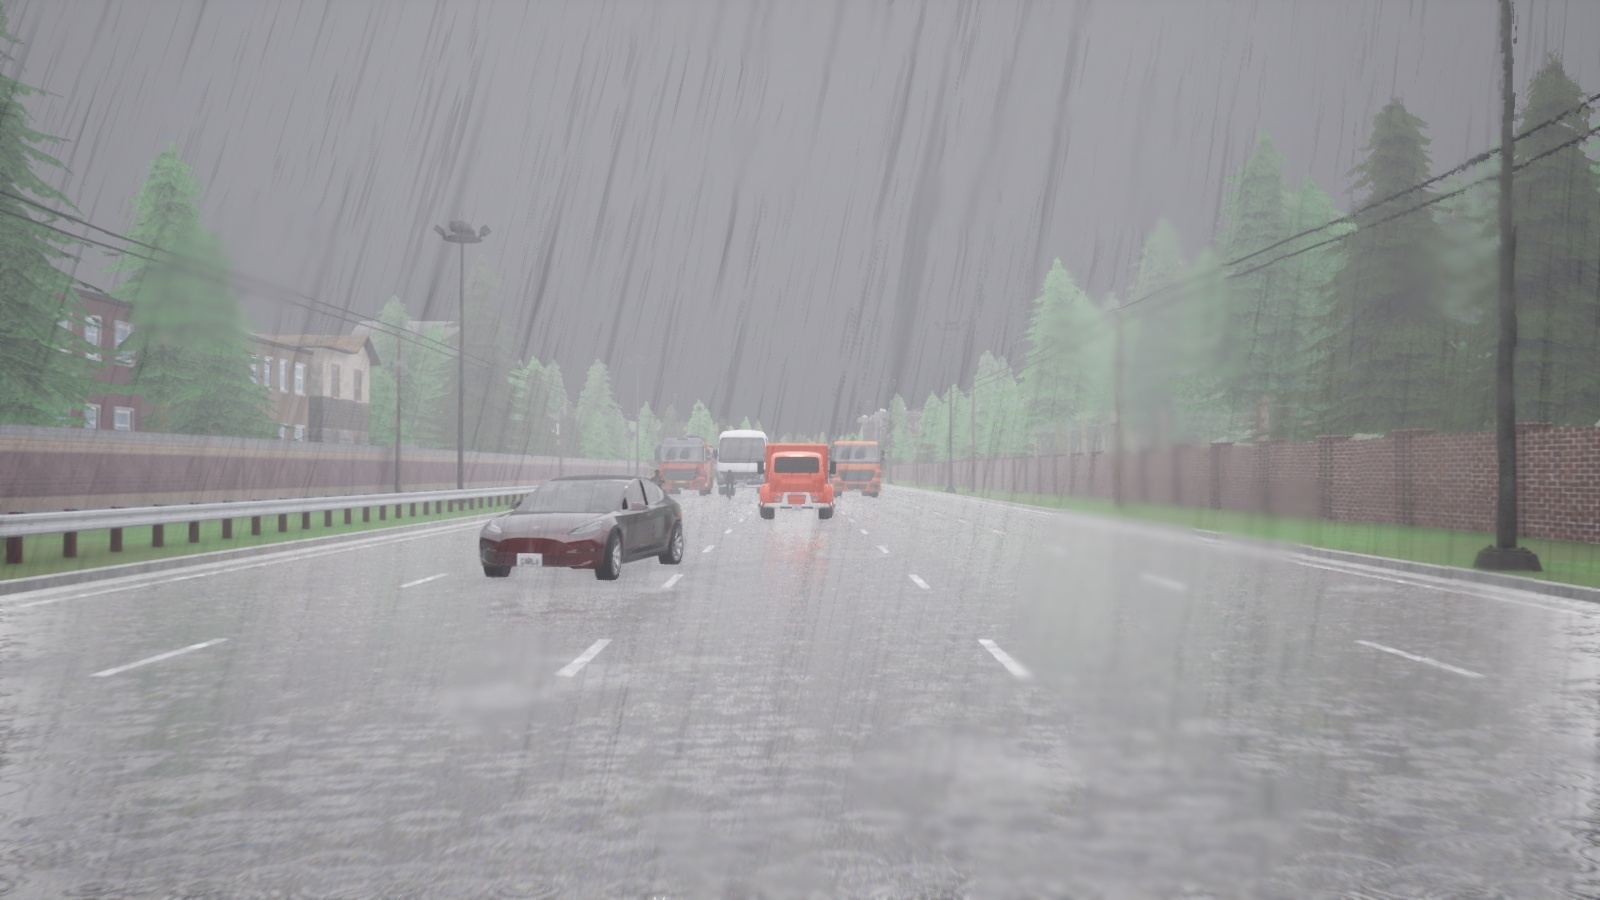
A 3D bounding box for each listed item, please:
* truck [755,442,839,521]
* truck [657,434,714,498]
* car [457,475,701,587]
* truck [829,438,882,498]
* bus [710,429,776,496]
[{"bbox_3d":[-0.102,1.030,41.864,2.627,2.467,5.204,0,-1,0],"label":"truck"},{"bbox_3d":[-7.197,1.021,80.075,2.891,3.827,8.468,0,-1,0],"label":"truck"},{"bbox_3d":[-3.235,1.155,19.562,2.163,1.488,4.792,0,-1,11],"label":"car"},{"bbox_3d":[3.311,1.115,77.319,2.891,3.462,7.936,0,-1,0],"label":"truck"},{"bbox_3d":[-3.708,0.867,84.358,3.944,4.253,10.273,0,-1,0],"label":"bus"}]
